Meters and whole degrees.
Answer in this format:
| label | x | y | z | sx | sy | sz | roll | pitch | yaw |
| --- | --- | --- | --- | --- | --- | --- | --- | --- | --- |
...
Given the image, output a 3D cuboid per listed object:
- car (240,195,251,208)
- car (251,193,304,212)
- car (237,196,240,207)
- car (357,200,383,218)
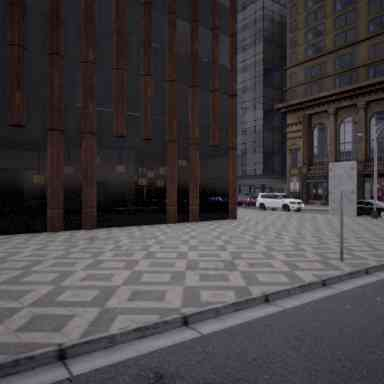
| label | x | y | z | sx | sy | sz | roll | pitch | yaw |
| --- | --- | --- | --- | --- | --- | --- | --- | --- | --- |
| car | 6.876 | 1.251 | 46.157 | 2.097 | 1.767 | 4.553 | 0 | 0 | -35 |
| car | 9.622 | 1.139 | 36.776 | 2.150 | 2.045 | 5.566 | 0 | 0 | -36 |
| car | 3.795 | 1.370 | 44.989 | 1.882 | 1.535 | 5.008 | 0 | 0 | -35 |
| car | 15.395 | 1.450 | 28.656 | 1.837 | 1.490 | 4.892 | 0 | 0 | -37 |
